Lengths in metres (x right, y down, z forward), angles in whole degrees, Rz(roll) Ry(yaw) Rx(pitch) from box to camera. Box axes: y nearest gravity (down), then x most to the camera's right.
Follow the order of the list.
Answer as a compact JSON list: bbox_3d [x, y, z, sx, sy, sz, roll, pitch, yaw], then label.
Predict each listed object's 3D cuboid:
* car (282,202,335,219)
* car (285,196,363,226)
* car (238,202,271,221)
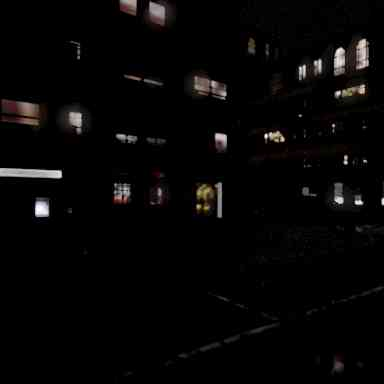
[{"bbox_3d":[10.994,1.702,31.585,2.008,1.369,4.403,0,-1,-36],"label":"car"},{"bbox_3d":[9.460,1.378,24.447,2.150,2.045,5.566,1,1,-36],"label":"car"},{"bbox_3d":[4.390,1.506,26.830,1.967,1.590,4.097,0,-1,-36],"label":"car"}]
